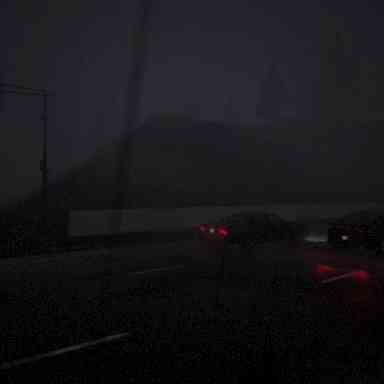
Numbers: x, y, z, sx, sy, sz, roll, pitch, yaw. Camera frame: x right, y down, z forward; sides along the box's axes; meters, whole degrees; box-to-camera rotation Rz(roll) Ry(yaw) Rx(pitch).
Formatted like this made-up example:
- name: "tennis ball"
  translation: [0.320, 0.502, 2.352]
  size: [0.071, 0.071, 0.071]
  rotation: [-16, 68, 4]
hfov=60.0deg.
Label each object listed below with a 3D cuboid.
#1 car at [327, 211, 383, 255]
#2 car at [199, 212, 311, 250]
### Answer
- name: "car"
  translation: [7.566, 1.507, 13.489]
  size: [5.008, 1.535, 1.882]
  rotation: [0, 0, -35]
- name: "car"
  translation: [2.845, 1.571, 14.463]
  size: [5.357, 1.411, 2.033]
  rotation: [0, 0, -35]
